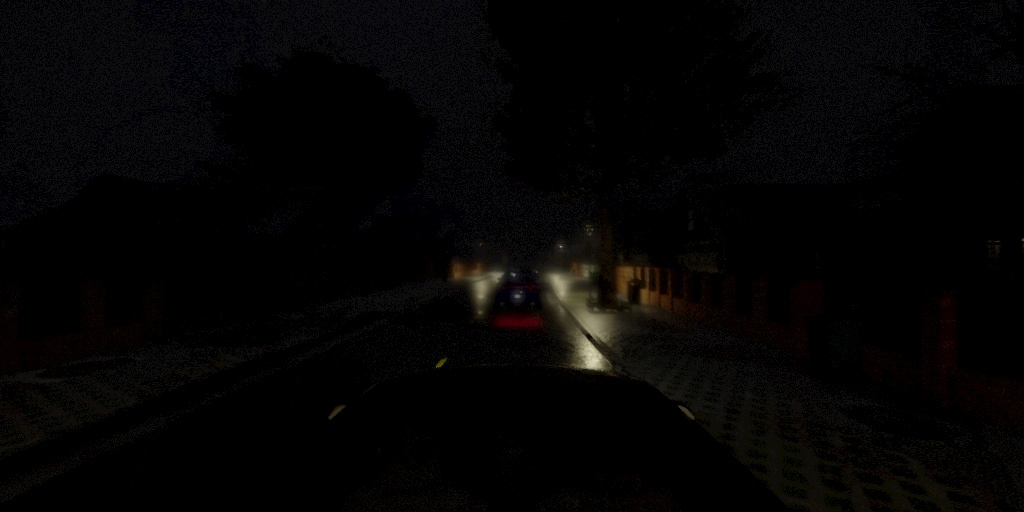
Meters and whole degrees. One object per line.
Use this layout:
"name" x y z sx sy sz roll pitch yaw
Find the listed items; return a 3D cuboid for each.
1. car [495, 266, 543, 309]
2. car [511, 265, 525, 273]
"car" 0.350 1.388 16.006 1.882 1.535 5.008 0 0 3
"car" 1.028 2.069 58.647 1.895 1.301 4.718 0 -1 5
